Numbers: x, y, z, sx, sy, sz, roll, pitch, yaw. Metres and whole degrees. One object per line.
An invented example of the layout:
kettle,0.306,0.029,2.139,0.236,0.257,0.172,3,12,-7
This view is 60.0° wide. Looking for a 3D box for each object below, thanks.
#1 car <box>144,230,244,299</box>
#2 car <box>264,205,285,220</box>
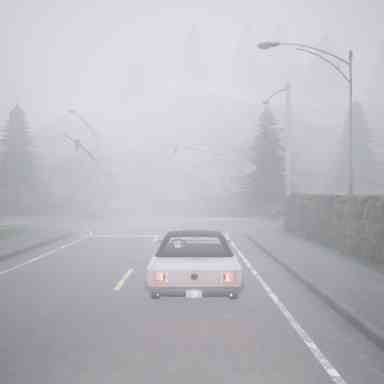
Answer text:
car,0.061,1.601,8.382,1.895,1.301,4.718,0,0,0
car,8.379,1.491,27.225,4.902,1.511,2.128,0,0,1
